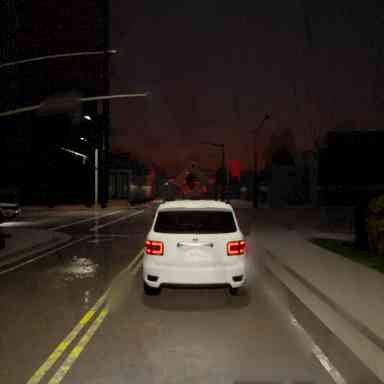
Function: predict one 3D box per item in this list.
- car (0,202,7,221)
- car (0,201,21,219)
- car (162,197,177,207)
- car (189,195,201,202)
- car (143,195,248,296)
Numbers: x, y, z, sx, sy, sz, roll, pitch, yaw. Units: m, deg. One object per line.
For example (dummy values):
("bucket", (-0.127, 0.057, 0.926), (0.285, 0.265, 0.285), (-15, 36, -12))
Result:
("car", (-16.219, 1.667, 24.062), (4.181, 1.385, 1.994), (-1, 0, 0))
("car", (-17.298, 1.338, 27.558), (5.566, 2.045, 2.150), (-1, 0, 0))
("car", (-3.530, 1.563, 52.961), (1.994, 1.385, 4.181), (0, 0, 0))
("car", (0.839, 1.463, 78.688), (1.882, 1.535, 5.008), (0, 0, 12))
("car", (0.080, 1.221, 8.818), (2.150, 2.045, 5.566), (0, 0, 0))
